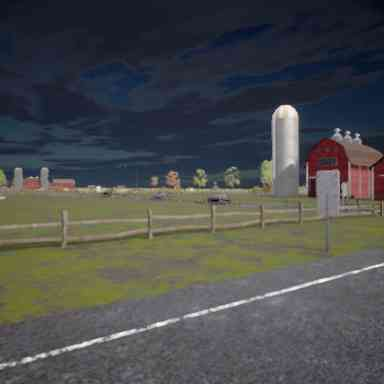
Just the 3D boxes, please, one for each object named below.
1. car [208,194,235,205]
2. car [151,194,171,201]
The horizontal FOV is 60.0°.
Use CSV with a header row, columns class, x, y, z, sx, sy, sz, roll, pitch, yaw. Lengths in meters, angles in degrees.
class,x,y,z,sx,sy,sz,roll,pitch,yaw
car,4.436,1.042,50.383,1.882,1.535,5.008,-1,1,-36
car,-6.154,1.003,65.206,2.033,1.411,5.357,-1,1,-36
